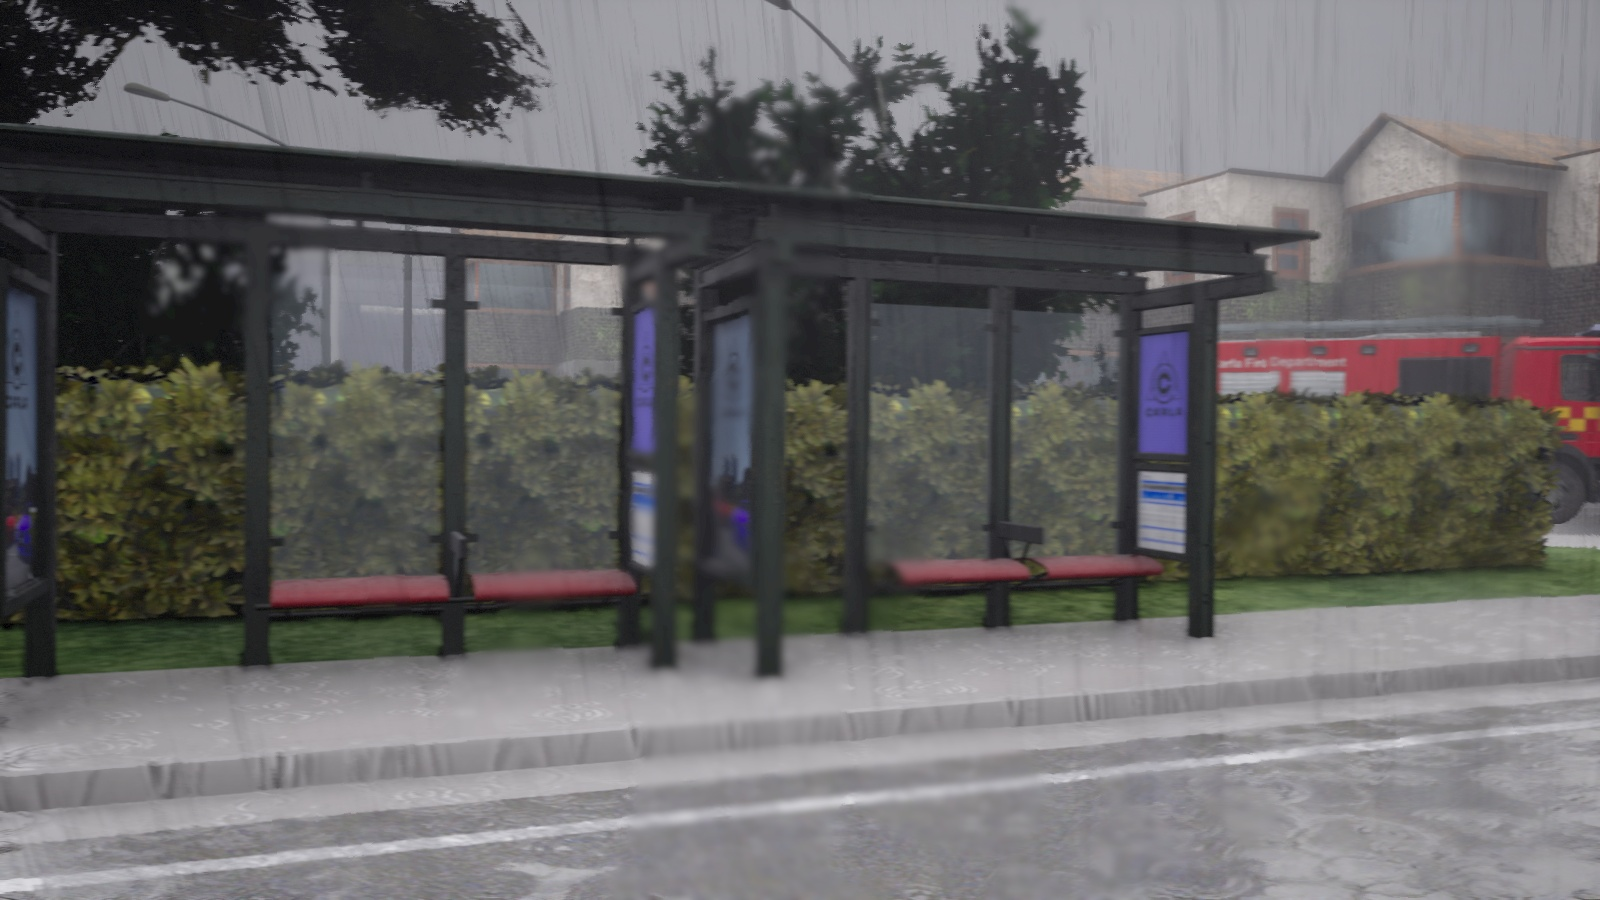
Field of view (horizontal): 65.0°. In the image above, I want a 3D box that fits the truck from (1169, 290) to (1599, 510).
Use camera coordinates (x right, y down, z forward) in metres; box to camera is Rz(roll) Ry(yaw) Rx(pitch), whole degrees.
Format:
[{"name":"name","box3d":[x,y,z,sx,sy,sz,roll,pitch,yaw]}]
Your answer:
[{"name":"truck","box3d":[11.751,-0.886,24.387,8.468,3.827,2.891,0,1,24]}]
